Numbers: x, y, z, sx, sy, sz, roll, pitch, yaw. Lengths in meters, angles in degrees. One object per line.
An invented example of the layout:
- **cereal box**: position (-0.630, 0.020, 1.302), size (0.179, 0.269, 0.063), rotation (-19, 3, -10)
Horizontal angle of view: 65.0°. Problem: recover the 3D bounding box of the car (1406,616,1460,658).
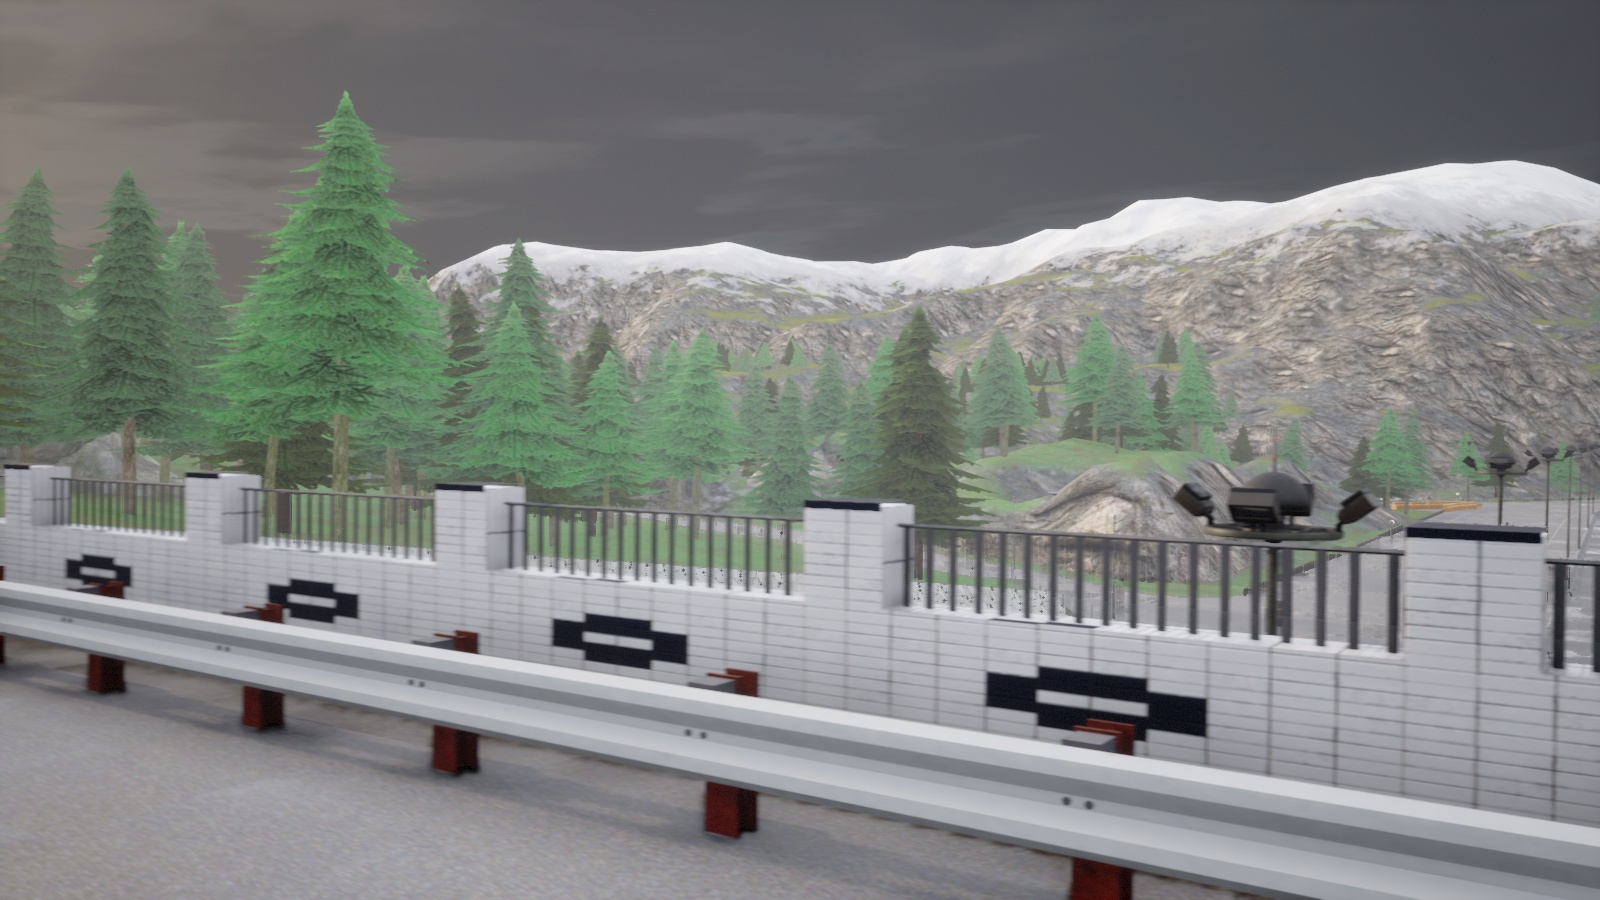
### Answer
- **car**: position (35.228, 10.360, 69.852), size (2.163, 1.488, 4.792), rotation (0, 1, 33)
